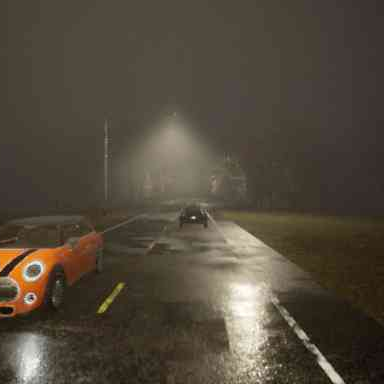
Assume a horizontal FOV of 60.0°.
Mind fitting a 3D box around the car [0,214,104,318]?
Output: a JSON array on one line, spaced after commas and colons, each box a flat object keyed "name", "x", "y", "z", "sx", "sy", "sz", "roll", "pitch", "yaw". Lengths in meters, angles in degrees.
[{"name": "car", "x": -3.595, "y": 1.401, "z": 7.774, "sx": 2.097, "sy": 1.767, "sz": 4.553, "roll": 0, "pitch": 0, "yaw": 0}]

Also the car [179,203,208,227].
[{"name": "car", "x": 0.106, "y": 1.717, "z": 24.388, "sx": 1.994, "sy": 1.385, "sz": 4.181, "roll": 0, "pitch": 0, "yaw": 0}]

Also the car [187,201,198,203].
[{"name": "car", "x": 0.112, "y": 1.903, "z": 48.220, "sx": 1.895, "sy": 1.301, "sz": 4.718, "roll": 0, "pitch": 0, "yaw": 0}]
